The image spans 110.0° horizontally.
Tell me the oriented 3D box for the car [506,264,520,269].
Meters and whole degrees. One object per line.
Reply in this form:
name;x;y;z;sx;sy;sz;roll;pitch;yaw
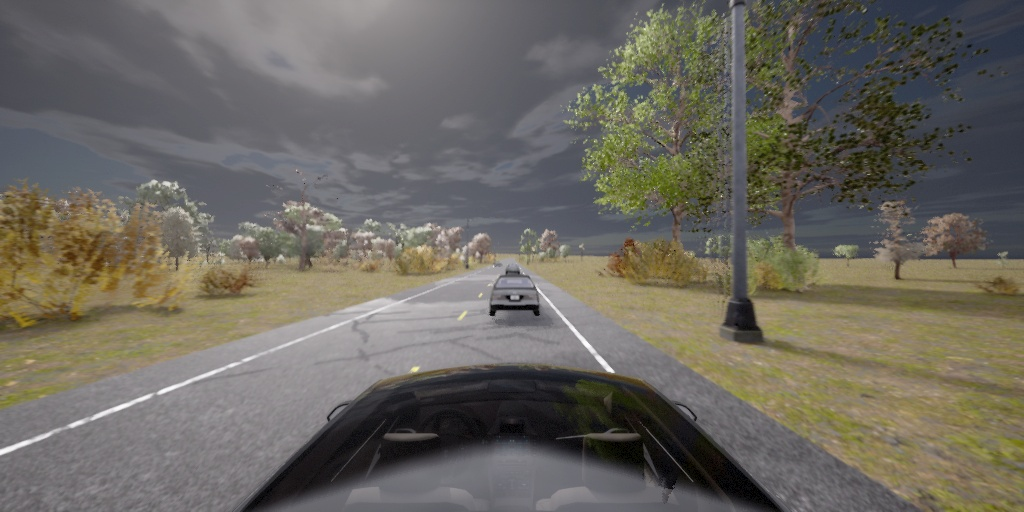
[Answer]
car;0.086;1.802;50.661;1.994;1.385;4.181;0;0;0

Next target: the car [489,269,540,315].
car;0.092;1.431;14.261;2.033;1.411;5.357;0;-1;0
